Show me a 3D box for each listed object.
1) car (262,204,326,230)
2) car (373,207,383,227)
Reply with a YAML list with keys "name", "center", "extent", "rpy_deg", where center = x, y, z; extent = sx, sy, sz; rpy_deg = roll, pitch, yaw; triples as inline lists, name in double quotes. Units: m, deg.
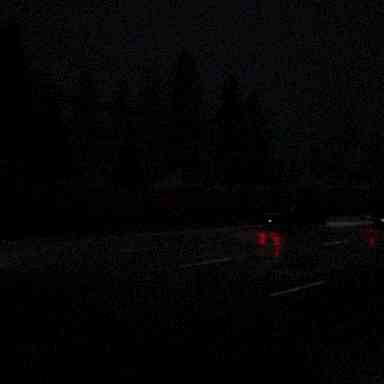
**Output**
- name: "car"
  center: [6.655, 1.528, 21.384]
  extent: [4.902, 1.511, 2.128]
  rpy_deg: [0, 0, -35]
- name: "car"
  center: [13.879, 1.574, 22.230]
  extent: [4.674, 1.442, 1.812]
  rpy_deg: [0, 0, -35]
